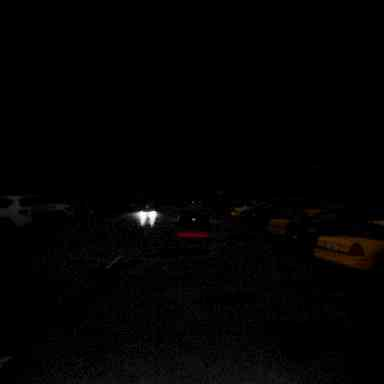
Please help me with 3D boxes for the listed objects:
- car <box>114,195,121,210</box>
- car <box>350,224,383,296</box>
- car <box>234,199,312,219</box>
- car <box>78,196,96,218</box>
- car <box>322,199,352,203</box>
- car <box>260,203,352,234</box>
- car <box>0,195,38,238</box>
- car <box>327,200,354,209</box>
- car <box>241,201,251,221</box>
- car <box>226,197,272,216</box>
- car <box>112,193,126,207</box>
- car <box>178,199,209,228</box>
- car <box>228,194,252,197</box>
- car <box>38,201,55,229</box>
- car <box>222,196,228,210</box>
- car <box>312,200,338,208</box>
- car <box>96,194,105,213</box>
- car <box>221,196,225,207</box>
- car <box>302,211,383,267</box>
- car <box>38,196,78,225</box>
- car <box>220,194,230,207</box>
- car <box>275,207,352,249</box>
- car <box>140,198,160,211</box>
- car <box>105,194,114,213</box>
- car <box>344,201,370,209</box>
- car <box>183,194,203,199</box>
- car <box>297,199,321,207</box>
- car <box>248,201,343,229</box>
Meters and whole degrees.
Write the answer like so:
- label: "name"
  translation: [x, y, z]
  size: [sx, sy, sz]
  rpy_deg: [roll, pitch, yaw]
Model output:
- label: "car"
  translation: [-10.948, 1.475, 37.728]
  size: [4.892, 1.521, 2.231]
  rpy_deg: [-1, 0, -20]
- label: "car"
  translation: [5.977, 1.514, 6.742]
  size: [4.792, 1.488, 2.163]
  rpy_deg: [1, 0, -20]
- label: "car"
  translation: [6.006, 1.480, 24.517]
  size: [4.892, 1.521, 2.231]
  rpy_deg: [1, 0, -20]
- label: "car"
  translation: [-10.969, 1.352, 28.648]
  size: [4.553, 1.767, 2.185]
  rpy_deg: [-1, 0, -20]
- label: "car"
  translation: [22.472, 2.278, 52.064]
  size: [1.946, 1.575, 5.366]
  rpy_deg: [2, 1, -21]
- label: "car"
  translation: [6.173, 1.481, 15.706]
  size: [5.366, 1.575, 1.946]
  rpy_deg: [1, 0, -20]
- label: "car"
  translation: [-10.976, 1.230, 16.562]
  size: [5.566, 2.045, 2.435]
  rpy_deg: [-1, 0, -20]
- label: "car"
  translation: [31.423, 2.590, 70.654]
  size: [1.946, 1.575, 5.366]
  rpy_deg: [2, -1, -21]
- label: "car"
  translation: [6.027, 1.510, 21.568]
  size: [4.792, 1.488, 2.163]
  rpy_deg: [1, 0, -20]
- label: "car"
  translation: [5.835, 1.472, 27.400]
  size: [5.366, 1.575, 1.946]
  rpy_deg: [1, 0, -20]
- label: "car"
  translation: [-10.966, 1.222, 40.732]
  size: [5.566, 2.045, 2.435]
  rpy_deg: [-1, 0, -20]
- label: "car"
  translation: [0.106, 1.470, 22.108]
  size: [1.882, 1.535, 5.008]
  rpy_deg: [0, 0, 0]
- label: "car"
  translation: [6.038, 1.351, 30.437]
  size: [4.553, 1.767, 2.185]
  rpy_deg: [1, 0, -20]
- label: "car"
  translation: [-10.914, 1.509, 19.606]
  size: [4.792, 1.488, 2.163]
  rpy_deg: [-1, 0, -20]
- label: "car"
  translation: [6.011, 1.477, 33.388]
  size: [4.892, 1.521, 2.231]
  rpy_deg: [1, 0, -20]
- label: "car"
  translation: [28.103, 2.491, 70.433]
  size: [2.231, 1.521, 4.892]
  rpy_deg: [2, -1, -21]
- label: "car"
  translation: [-10.974, 1.351, 31.675]
  size: [4.553, 1.767, 2.185]
  rpy_deg: [-1, 0, -20]
- label: "car"
  translation: [6.006, 1.515, 36.346]
  size: [4.674, 1.452, 2.002]
  rpy_deg: [1, 0, -20]
- label: "car"
  translation: [6.171, 1.483, 9.788]
  size: [5.366, 1.575, 1.946]
  rpy_deg: [1, 0, -20]
- label: "car"
  translation: [-10.921, 1.227, 22.629]
  size: [5.566, 2.045, 2.435]
  rpy_deg: [-1, 0, -20]
- label: "car"
  translation: [6.033, 1.223, 39.322]
  size: [5.566, 2.045, 2.435]
  rpy_deg: [1, 0, -20]
- label: "car"
  translation: [6.001, 1.482, 12.672]
  size: [5.008, 1.535, 2.097]
  rpy_deg: [1, 0, -20]
- label: "car"
  translation: [-5.032, 1.478, 40.214]
  size: [2.128, 1.511, 4.902]
  rpy_deg: [0, 0, 1]
- label: "car"
  translation: [-10.913, 1.349, 34.713]
  size: [4.553, 1.767, 2.185]
  rpy_deg: [-1, 0, -20]
- label: "car"
  translation: [34.898, 2.725, 70.501]
  size: [2.163, 1.488, 4.792]
  rpy_deg: [2, -1, -21]
- label: "car"
  translation: [0.100, 1.207, 39.264]
  size: [2.150, 2.045, 5.566]
  rpy_deg: [0, 0, 0]
- label: "car"
  translation: [24.710, 2.387, 70.402]
  size: [2.231, 1.521, 4.892]
  rpy_deg: [2, -1, -21]
- label: "car"
  translation: [6.000, 1.481, 18.602]
  size: [5.008, 1.535, 2.097]
  rpy_deg: [1, 0, -20]
